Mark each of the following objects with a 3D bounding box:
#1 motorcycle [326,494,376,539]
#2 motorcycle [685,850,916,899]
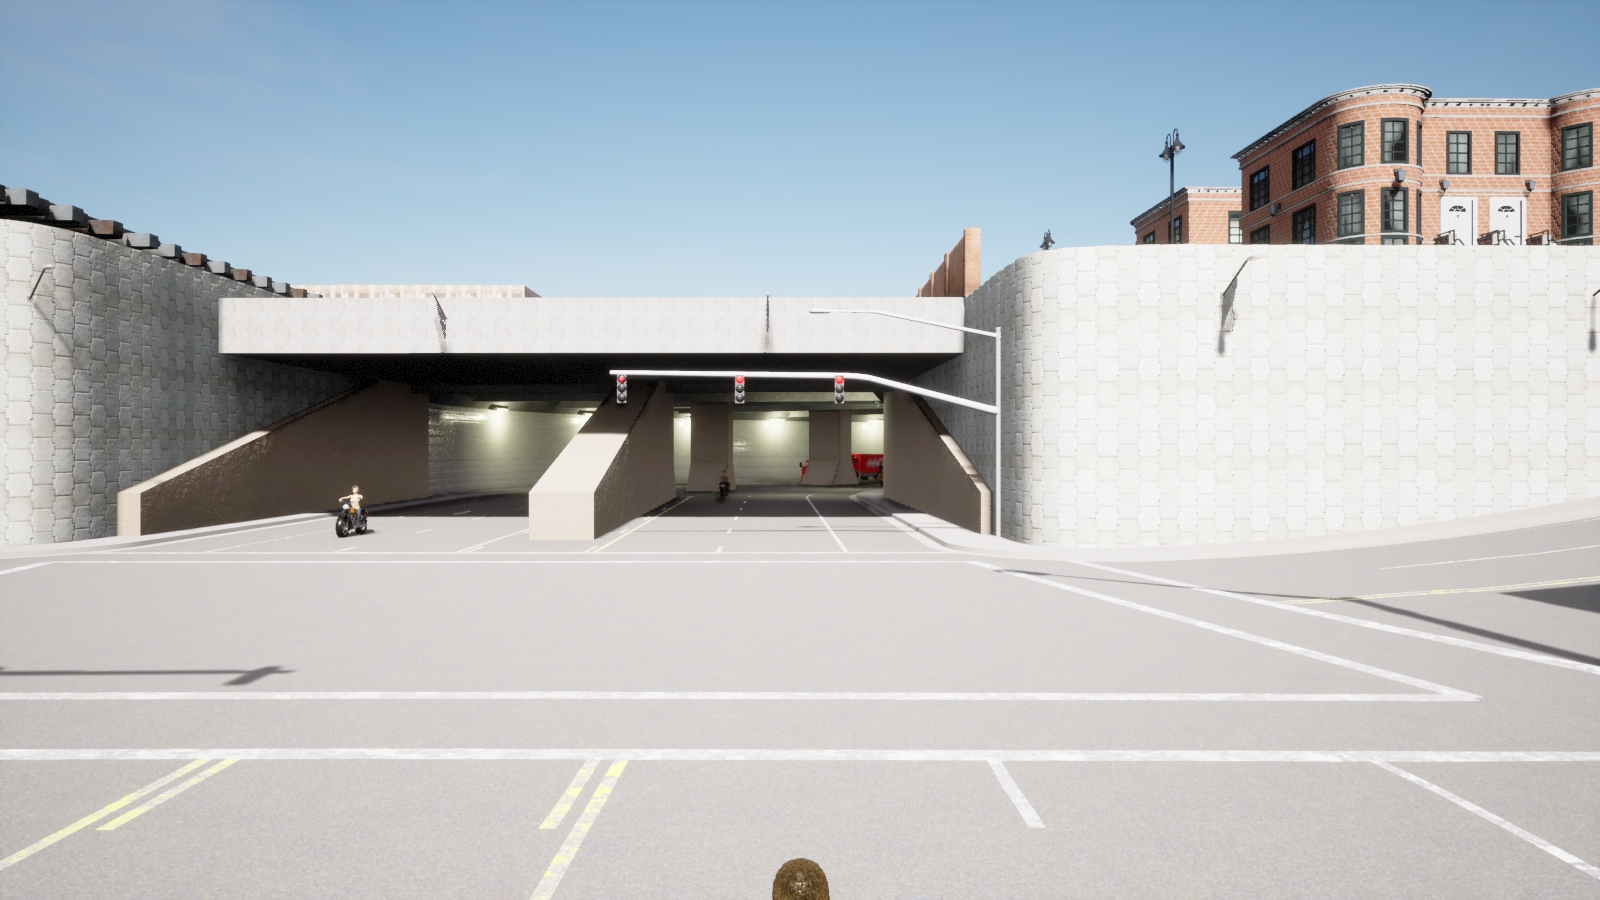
[{"bbox_3d":[-14.636,2.142,37.307,0.764,1.332,2.356,0,0,-2],"label":"motorcycle"},{"bbox_3d":[0.004,2.174,3.443,0.803,1.224,2.033,0,0,0],"label":"motorcycle"}]
